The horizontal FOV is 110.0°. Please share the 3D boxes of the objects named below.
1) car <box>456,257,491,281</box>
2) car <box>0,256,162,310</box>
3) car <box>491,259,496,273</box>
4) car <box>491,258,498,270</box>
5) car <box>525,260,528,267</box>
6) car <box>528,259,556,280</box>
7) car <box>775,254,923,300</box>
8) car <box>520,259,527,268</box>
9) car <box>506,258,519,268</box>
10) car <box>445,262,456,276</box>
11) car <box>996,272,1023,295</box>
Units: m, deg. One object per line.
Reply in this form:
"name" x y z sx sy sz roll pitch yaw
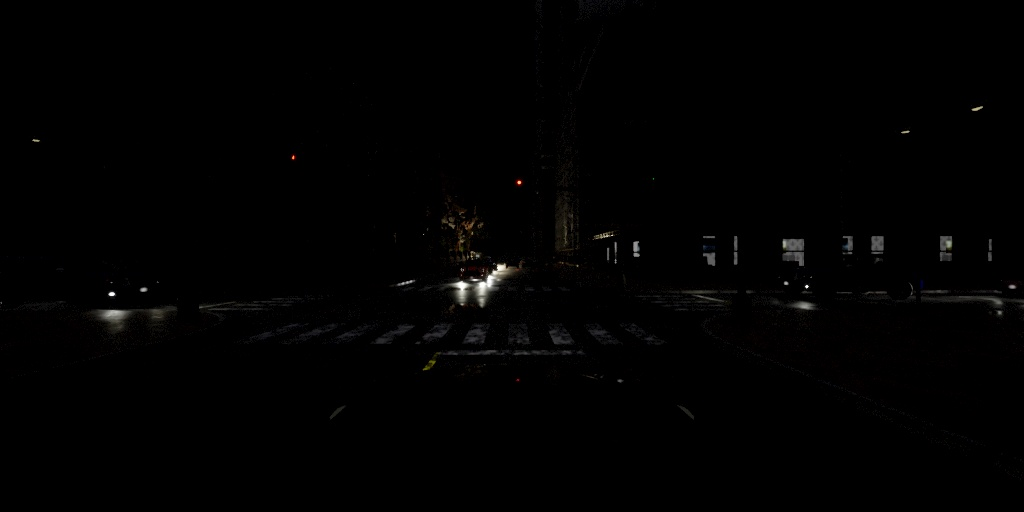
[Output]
"car" -3.121 1.104 30.007 2.097 1.767 4.553 0 0 0
"car" -17.471 1.015 14.354 5.566 2.045 2.150 -1 0 1
"car" -3.127 1.353 39.794 1.895 1.301 4.718 0 0 0
"car" -3.124 1.105 49.770 2.097 1.767 4.553 0 0 0
"car" 2.664 1.318 36.516 1.948 1.339 4.313 0 0 0
"car" 2.669 1.192 30.835 1.967 1.591 4.097 0 0 0
"car" 15.700 0.925 16.873 5.566 2.045 2.150 0 0 1
"car" 2.647 1.315 59.241 1.948 1.339 4.313 0 0 0
"car" 0.061 1.101 60.194 2.097 1.767 4.553 0 0 0
"car" -5.716 1.297 36.507 1.888 1.381 4.507 0 0 0
"car" 25.776 1.164 16.667 4.902 1.511 2.128 0 0 1
